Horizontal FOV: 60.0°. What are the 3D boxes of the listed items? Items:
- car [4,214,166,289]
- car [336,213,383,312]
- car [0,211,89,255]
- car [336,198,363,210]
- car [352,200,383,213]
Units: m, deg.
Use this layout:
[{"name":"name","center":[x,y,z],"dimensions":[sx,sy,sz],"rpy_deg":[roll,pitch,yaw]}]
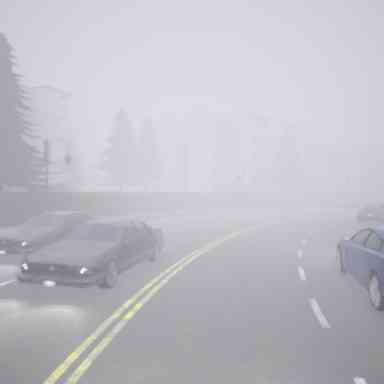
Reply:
[{"name":"car","center":[-2.301,1.487,9.392],"dimensions":[2.033,1.411,5.357],"rpy_deg":[1,0,14]},{"name":"car","center":[4.689,1.489,7.545],"dimensions":[1.882,1.535,5.008],"rpy_deg":[0,0,12]},{"name":"car","center":[-5.048,1.449,12.676],"dimensions":[2.033,1.411,5.357],"rpy_deg":[1,0,16]},{"name":"car","center":[21.025,1.539,43.607],"dimensions":[4.674,1.442,1.812],"rpy_deg":[0,0,-29]},{"name":"car","center":[13.915,1.588,25.010],"dimensions":[1.994,1.385,4.181],"rpy_deg":[1,0,41]}]
